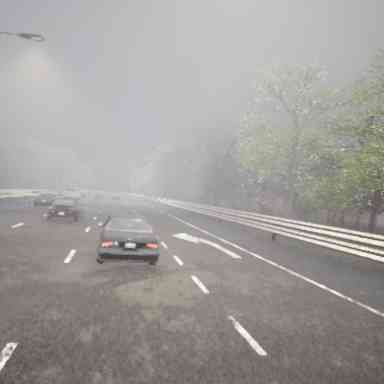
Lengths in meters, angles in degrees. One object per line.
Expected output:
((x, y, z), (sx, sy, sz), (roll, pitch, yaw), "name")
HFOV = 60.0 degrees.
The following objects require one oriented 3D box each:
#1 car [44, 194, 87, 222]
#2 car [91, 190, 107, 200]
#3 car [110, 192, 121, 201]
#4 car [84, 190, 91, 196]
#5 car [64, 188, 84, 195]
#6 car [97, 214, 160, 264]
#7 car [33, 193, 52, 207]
((-8.352, 1.108, 22.235), (1.812, 1.442, 4.674), (5, -1, -13), "car")
((-19.856, 0.838, 71.280), (2.033, 1.411, 5.357), (5, -1, -13), "car")
((-16.460, 1.164, 72.058), (1.895, 1.301, 4.718), (5, -1, -13), "car")
((-23.282, 0.623, 70.580), (1.895, 1.301, 4.718), (5, -1, -13), "car")
((-19.353, 0.339, 53.966), (2.150, 2.045, 5.566), (5, -1, -13), "car")
((-2.265, 1.486, 11.556), (2.033, 1.411, 5.357), (5, -1, -13), "car")
((-14.635, 0.794, 33.750), (1.994, 1.385, 4.181), (5, -1, -13), "car")
